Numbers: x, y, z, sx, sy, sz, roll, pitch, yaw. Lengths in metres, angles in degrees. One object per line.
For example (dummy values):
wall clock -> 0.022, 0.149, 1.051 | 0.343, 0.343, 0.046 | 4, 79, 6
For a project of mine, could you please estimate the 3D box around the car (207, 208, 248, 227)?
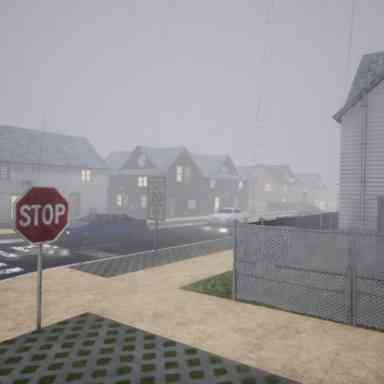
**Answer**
car -> 3.094, 2.050, 27.953 | 1.812, 1.442, 4.674 | 2, 0, 37

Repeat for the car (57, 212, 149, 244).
car -> -4.654, 1.787, 17.535 | 2.033, 1.411, 5.357 | 2, 0, 37

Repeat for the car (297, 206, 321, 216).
car -> 16.060, 2.558, 45.272 | 2.033, 1.411, 5.357 | 2, 0, 37
